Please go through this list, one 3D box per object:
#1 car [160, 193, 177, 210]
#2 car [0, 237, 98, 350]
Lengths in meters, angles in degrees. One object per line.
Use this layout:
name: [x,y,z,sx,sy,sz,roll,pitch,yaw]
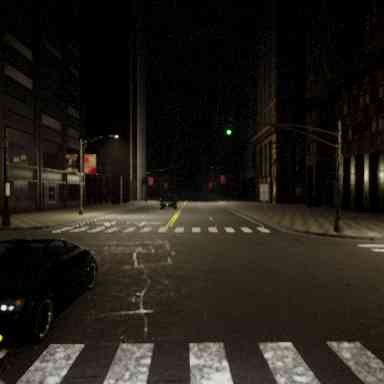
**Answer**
car: [-3.193,1.416,45.939,2.150,2.045,5.566,0,0,0]
car: [-3.240,1.602,6.326,1.994,1.385,4.181,0,0,0]
